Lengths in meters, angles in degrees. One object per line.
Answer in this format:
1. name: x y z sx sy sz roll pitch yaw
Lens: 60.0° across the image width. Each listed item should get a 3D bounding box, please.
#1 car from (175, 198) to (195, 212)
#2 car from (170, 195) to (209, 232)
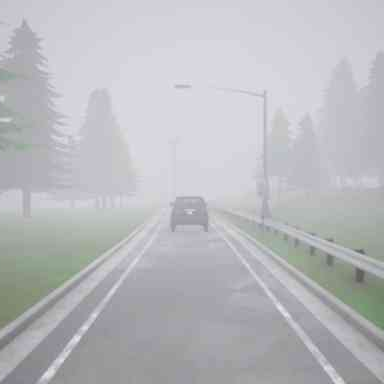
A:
1. car: -0.835 1.474 39.421 2.128 1.511 4.902 0 0 -2
2. car: -0.187 1.212 20.420 2.150 2.045 5.566 0 0 -2
